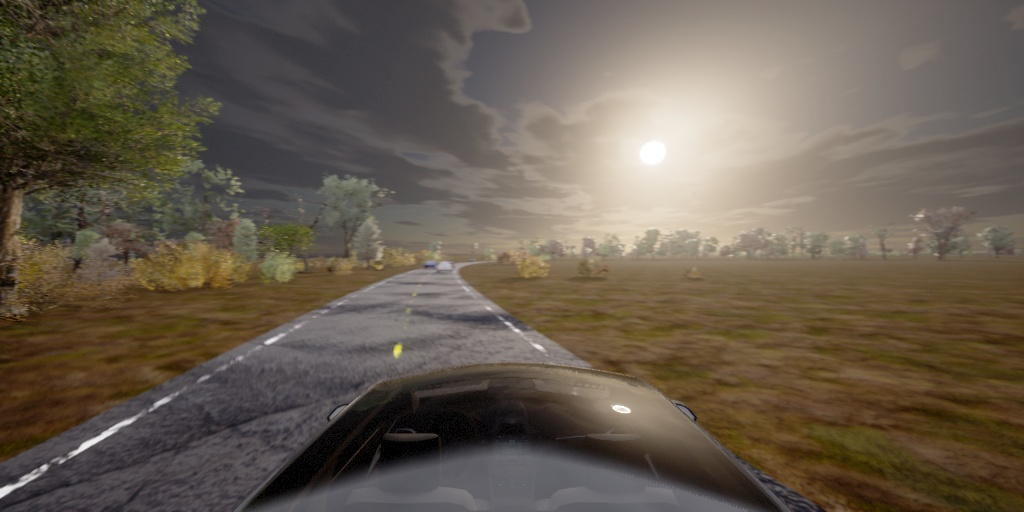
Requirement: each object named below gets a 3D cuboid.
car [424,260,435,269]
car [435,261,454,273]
[{"bbox_3d":[-14.160,1.496,62.497,1.882,1.535,5.008,0,0,-7],"label":"car"},{"bbox_3d":[-9.091,1.474,48.583,1.812,1.442,4.674,0,0,-9],"label":"car"}]
